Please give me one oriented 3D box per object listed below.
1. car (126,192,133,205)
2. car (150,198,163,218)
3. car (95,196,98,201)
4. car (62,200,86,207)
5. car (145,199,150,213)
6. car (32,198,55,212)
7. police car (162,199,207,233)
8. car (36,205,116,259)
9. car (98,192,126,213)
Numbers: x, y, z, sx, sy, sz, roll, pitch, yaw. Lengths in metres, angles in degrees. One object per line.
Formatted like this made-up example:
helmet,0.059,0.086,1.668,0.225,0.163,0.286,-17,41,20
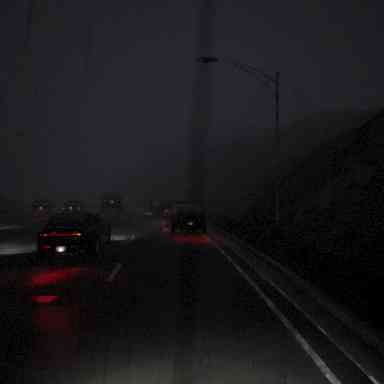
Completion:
car,-10.951,1.014,52.515,2.150,2.045,5.566,0,0,-24
car,-2.302,1.383,29.037,1.837,1.490,4.892,0,0,-13
car,-18.240,1.082,67.536,1.812,1.442,4.674,0,0,-32
car,-11.017,1.435,30.947,2.033,1.411,5.357,0,0,-15
car,-3.787,1.333,34.979,1.882,1.535,5.008,0,0,-15
car,-16.301,1.379,36.565,1.837,1.490,4.892,0,0,-17
police car,-0.439,1.342,19.114,1.930,1.638,5.238,0,0,-8
car,-4.203,1.459,12.438,1.837,1.490,4.892,0,0,-6
car,-8.559,1.085,35.197,2.150,2.045,5.566,0,0,-16
